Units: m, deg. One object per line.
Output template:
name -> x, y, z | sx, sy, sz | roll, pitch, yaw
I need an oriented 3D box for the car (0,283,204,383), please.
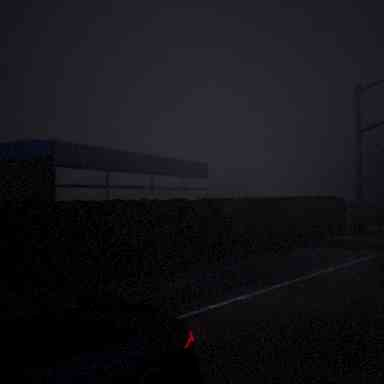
car -> -1.938, 1.606, 2.782 | 4.181, 1.385, 1.994 | 0, -1, -36

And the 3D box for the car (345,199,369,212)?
car -> 19.344, 1.534, 39.646 | 4.514, 1.523, 2.007 | 0, -1, -41

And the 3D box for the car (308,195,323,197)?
car -> 27.201, 1.497, 70.775 | 4.605, 1.855, 1.932 | 0, -1, -41

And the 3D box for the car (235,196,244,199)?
car -> 8.977, 1.775, 63.625 | 4.514, 1.523, 2.007 | 0, -1, -41

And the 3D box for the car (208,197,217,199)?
car -> 4.556, 1.993, 85.343 | 4.514, 1.523, 2.007 | 0, -1, -41

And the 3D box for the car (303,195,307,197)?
car -> 25.002, 1.509, 72.719 | 3.866, 1.878, 1.905 | 0, -1, -41

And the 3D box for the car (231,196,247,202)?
car -> 12.296, 1.883, 87.128 | 3.806, 1.475, 1.970 | 0, -1, -41

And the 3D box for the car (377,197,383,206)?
car -> 31.571, 1.608, 53.995 | 3.806, 1.475, 1.970 | 0, -1, -41

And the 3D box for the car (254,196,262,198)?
car -> 16.704, 1.732, 82.455 | 5.027, 1.636, 2.152 | 0, -1, -41
